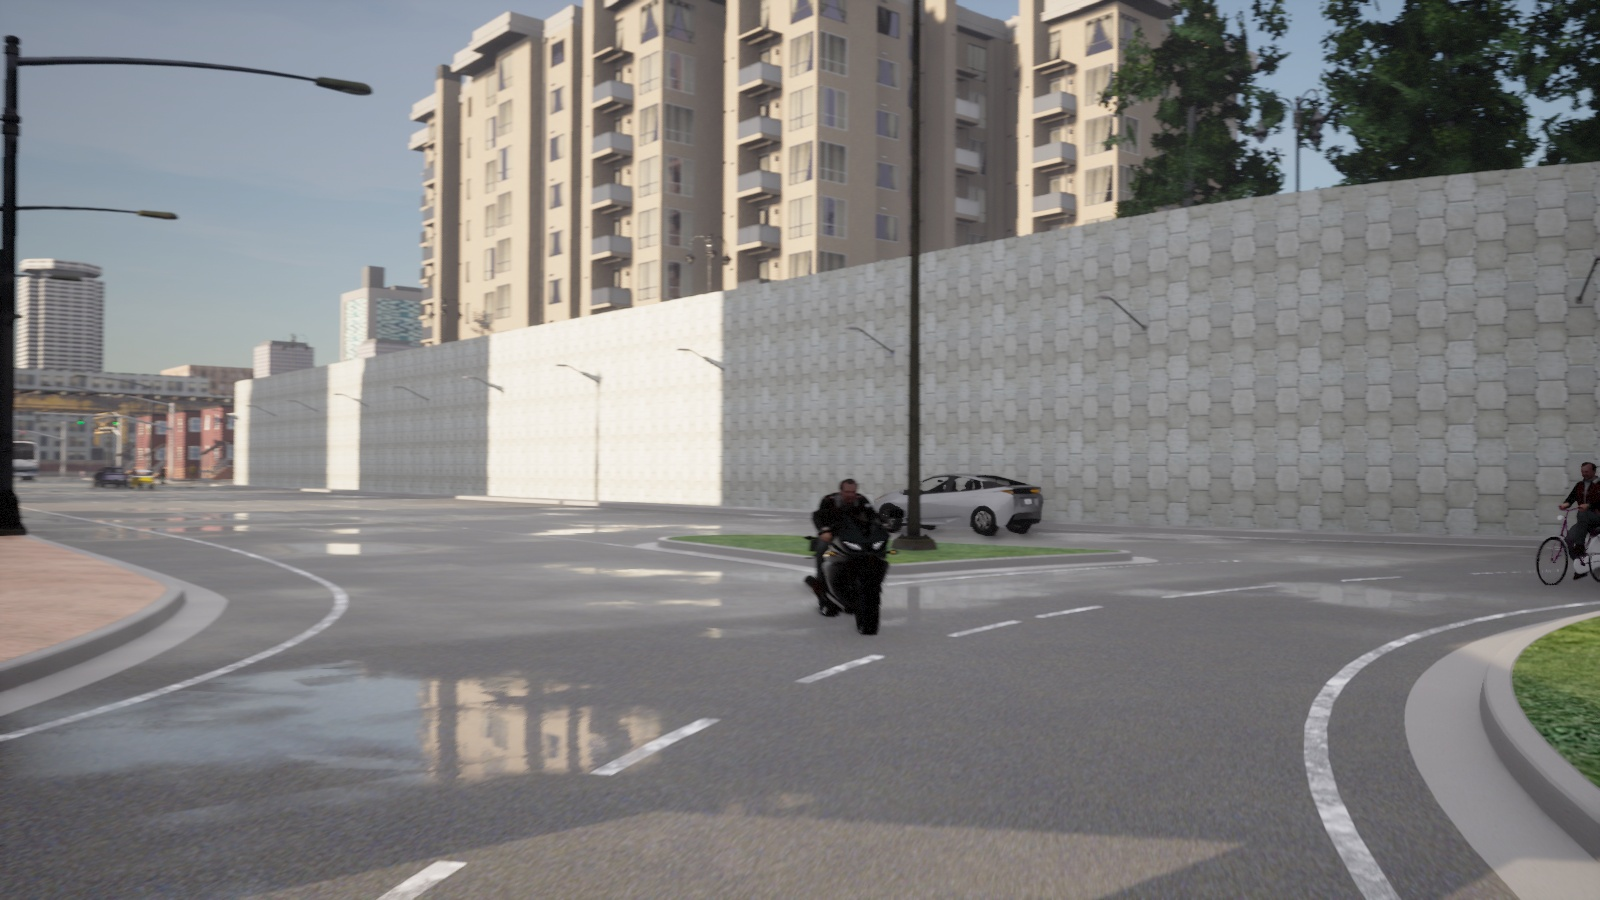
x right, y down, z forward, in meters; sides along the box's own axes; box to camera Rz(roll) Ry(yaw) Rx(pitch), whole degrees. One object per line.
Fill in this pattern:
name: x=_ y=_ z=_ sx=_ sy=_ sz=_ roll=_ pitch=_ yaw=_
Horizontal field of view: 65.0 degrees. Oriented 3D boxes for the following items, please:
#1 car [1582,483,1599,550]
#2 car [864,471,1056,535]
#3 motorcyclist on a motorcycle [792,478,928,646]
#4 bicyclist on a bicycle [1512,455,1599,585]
car: x=17.931 y=1.284 z=23.983 sx=4.718 sy=1.301 sz=1.895 roll=0 pitch=-1 yaw=13
car: x=4.040 y=1.295 z=32.185 sx=4.514 sy=1.525 sz=2.007 roll=-1 pitch=-1 yaw=41
motorcyclist on a motorcycle: x=0.559 y=1.064 z=12.814 sx=0.866 sy=1.530 sz=2.191 roll=0 pitch=-1 yaw=-11
bicyclist on a bicycle: x=11.076 y=0.965 z=17.879 sx=1.843 sy=1.776 sz=0.659 roll=1 pitch=0 yaw=-24
